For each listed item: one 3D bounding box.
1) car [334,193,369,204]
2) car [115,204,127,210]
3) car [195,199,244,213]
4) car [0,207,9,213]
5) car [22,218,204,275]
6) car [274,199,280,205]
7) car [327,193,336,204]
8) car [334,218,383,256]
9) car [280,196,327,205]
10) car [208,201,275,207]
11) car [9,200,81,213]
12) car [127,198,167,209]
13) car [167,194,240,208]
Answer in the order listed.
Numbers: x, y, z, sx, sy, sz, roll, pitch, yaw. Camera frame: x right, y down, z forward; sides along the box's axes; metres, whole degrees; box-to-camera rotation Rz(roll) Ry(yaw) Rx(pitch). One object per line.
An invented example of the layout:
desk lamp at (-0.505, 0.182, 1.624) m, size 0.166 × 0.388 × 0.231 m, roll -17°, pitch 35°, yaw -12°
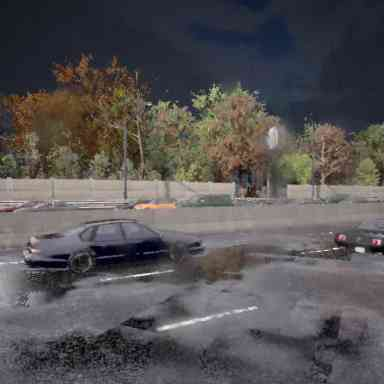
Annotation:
car at (21.952, 1.358, 45.090) m, size 4.553 × 1.767 × 2.097 m, roll 0°, pitch 0°, yaw -30°
car at (-5.260, 1.505, 33.200) m, size 4.892 × 1.490 × 1.837 m, roll 0°, pitch 0°, yaw -30°
car at (3.174, 1.548, 38.152) m, size 5.357 × 1.411 × 2.033 m, roll 0°, pitch 0°, yaw -30°
car at (-13.629, 1.478, 28.301) m, size 5.008 × 1.535 × 1.882 m, roll 0°, pitch 0°, yaw -30°
car at (-2.279, 1.547, 10.379) m, size 5.357 × 1.411 × 2.033 m, roll 0°, pitch 0°, yaw -30°
car at (12.052, 1.549, 43.345) m, size 5.357 × 1.411 × 2.033 m, roll 0°, pitch 0°, yaw -30°
car at (20.974, 1.228, 48.570) m, size 5.566 × 2.045 × 2.150 m, roll 0°, pitch 0°, yaw -30°
car at (7.406, 1.600, 11.997) m, size 4.718 × 1.301 × 1.895 m, roll 0°, pitch 0°, yaw -30°
car at (13.436, 1.493, 40.101) m, size 4.902 × 1.511 × 2.128 m, roll 0°, pitch 0°, yaw -30°
car at (3.935, 1.600, 26.426) m, size 4.718 × 1.301 × 1.895 m, roll 0°, pitch 0°, yaw -30°
car at (-11.135, 1.492, 25.704) m, size 4.902 × 1.511 × 2.128 m, roll 0°, pitch 0°, yaw -30°
car at (-3.153, 1.352, 30.380) m, size 4.553 × 1.767 × 2.097 m, roll 0°, pitch 0°, yaw -30°
car at (1.017, 1.221, 28.767) m, size 5.566 × 2.045 × 2.150 m, roll 0°, pitch 0°, yaw -30°
